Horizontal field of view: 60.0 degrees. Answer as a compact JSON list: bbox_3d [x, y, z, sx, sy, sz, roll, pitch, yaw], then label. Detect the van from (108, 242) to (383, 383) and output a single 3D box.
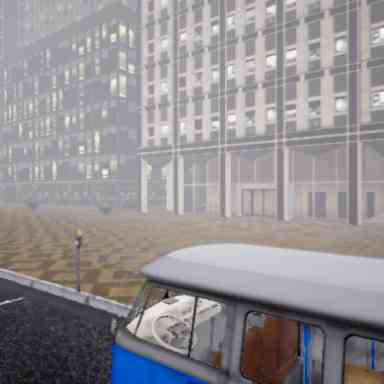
[{"bbox_3d":[1.203,1.341,2.026,3.998,1.788,1.690,0,0,35],"label":"van"}]
